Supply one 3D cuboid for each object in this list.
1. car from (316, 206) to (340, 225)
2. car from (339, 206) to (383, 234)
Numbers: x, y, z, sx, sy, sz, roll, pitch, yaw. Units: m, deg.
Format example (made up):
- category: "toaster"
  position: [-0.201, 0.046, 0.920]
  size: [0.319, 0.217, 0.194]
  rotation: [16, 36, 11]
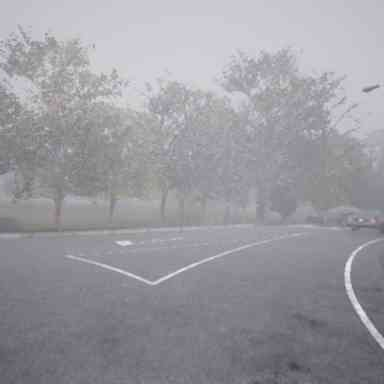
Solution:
- category: "car"
  position: [11.383, 1.814, 25.421]
  size: [4.892, 1.490, 1.837]
  rotation: [3, -2, -41]
- category: "car"
  position: [11.426, 1.732, 20.471]
  size: [5.357, 1.411, 2.033]
  rotation: [3, -2, -41]
